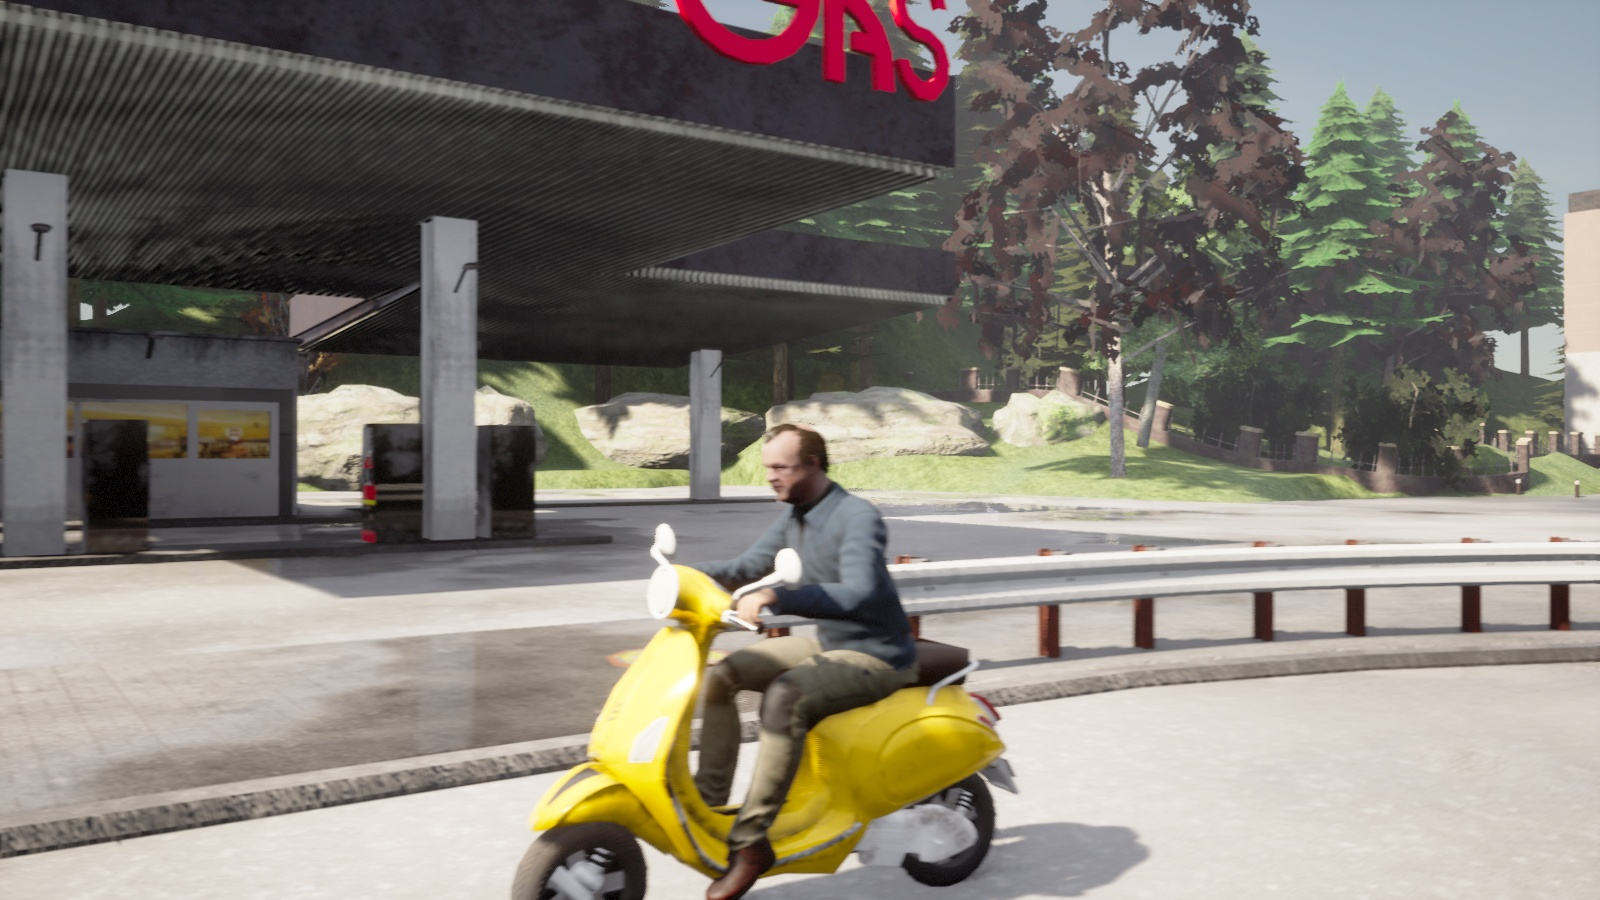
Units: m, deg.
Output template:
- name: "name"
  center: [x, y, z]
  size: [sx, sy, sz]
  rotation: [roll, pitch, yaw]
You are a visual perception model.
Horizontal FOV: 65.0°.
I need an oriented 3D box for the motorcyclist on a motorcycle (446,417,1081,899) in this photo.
- name: "motorcyclist on a motorcycle"
  center: [-0.099, 0.708, 3.989]
  size: [1.817, 1.590, 0.866]
  rotation: [0, 1, -30]
